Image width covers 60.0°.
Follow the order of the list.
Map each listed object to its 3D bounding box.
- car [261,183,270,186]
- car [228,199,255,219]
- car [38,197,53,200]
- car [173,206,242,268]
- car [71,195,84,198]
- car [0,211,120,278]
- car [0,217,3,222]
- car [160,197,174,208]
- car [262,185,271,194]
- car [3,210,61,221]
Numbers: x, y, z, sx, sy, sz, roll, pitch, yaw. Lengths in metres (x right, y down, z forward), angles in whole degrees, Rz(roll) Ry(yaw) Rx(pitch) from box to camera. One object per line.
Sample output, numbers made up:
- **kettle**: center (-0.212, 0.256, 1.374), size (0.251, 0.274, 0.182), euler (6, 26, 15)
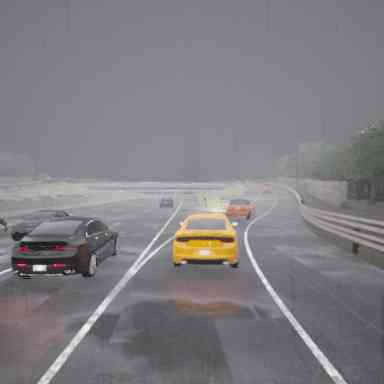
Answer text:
- **car**: center (19.626, -1.304, 88.255), size (2.150, 2.045, 5.566), euler (0, 3, 10)
- **car**: center (4.421, 1.441, 29.786), size (2.097, 1.767, 4.553), euler (0, -1, 17)
- **car**: center (-24.712, 1.479, 56.238), size (1.994, 1.385, 4.181), euler (0, 0, 0)
- **car**: center (0.552, 1.473, 11.392), size (1.882, 1.535, 5.008), euler (0, 0, 5)
- **car**: center (-24.830, 1.339, 72.061), size (2.033, 1.411, 5.357), euler (0, 0, -1)
- **car**: center (-3.496, 1.502, 10.072), size (1.837, 1.490, 4.892), euler (0, 0, 0)
- **car**: center (-10.397, 1.499, 15.157), size (1.837, 1.490, 4.892), euler (0, 0, 0)
- **car**: center (-3.612, 1.462, 48.317), size (2.128, 1.511, 4.902), euler (0, 0, 0)
- **car**: center (17.665, -0.249, 78.389), size (1.895, 1.301, 4.718), euler (0, 3, 11)
- **car**: center (-6.898, 1.558, 16.199), size (1.994, 1.385, 4.181), euler (0, 0, 0)
